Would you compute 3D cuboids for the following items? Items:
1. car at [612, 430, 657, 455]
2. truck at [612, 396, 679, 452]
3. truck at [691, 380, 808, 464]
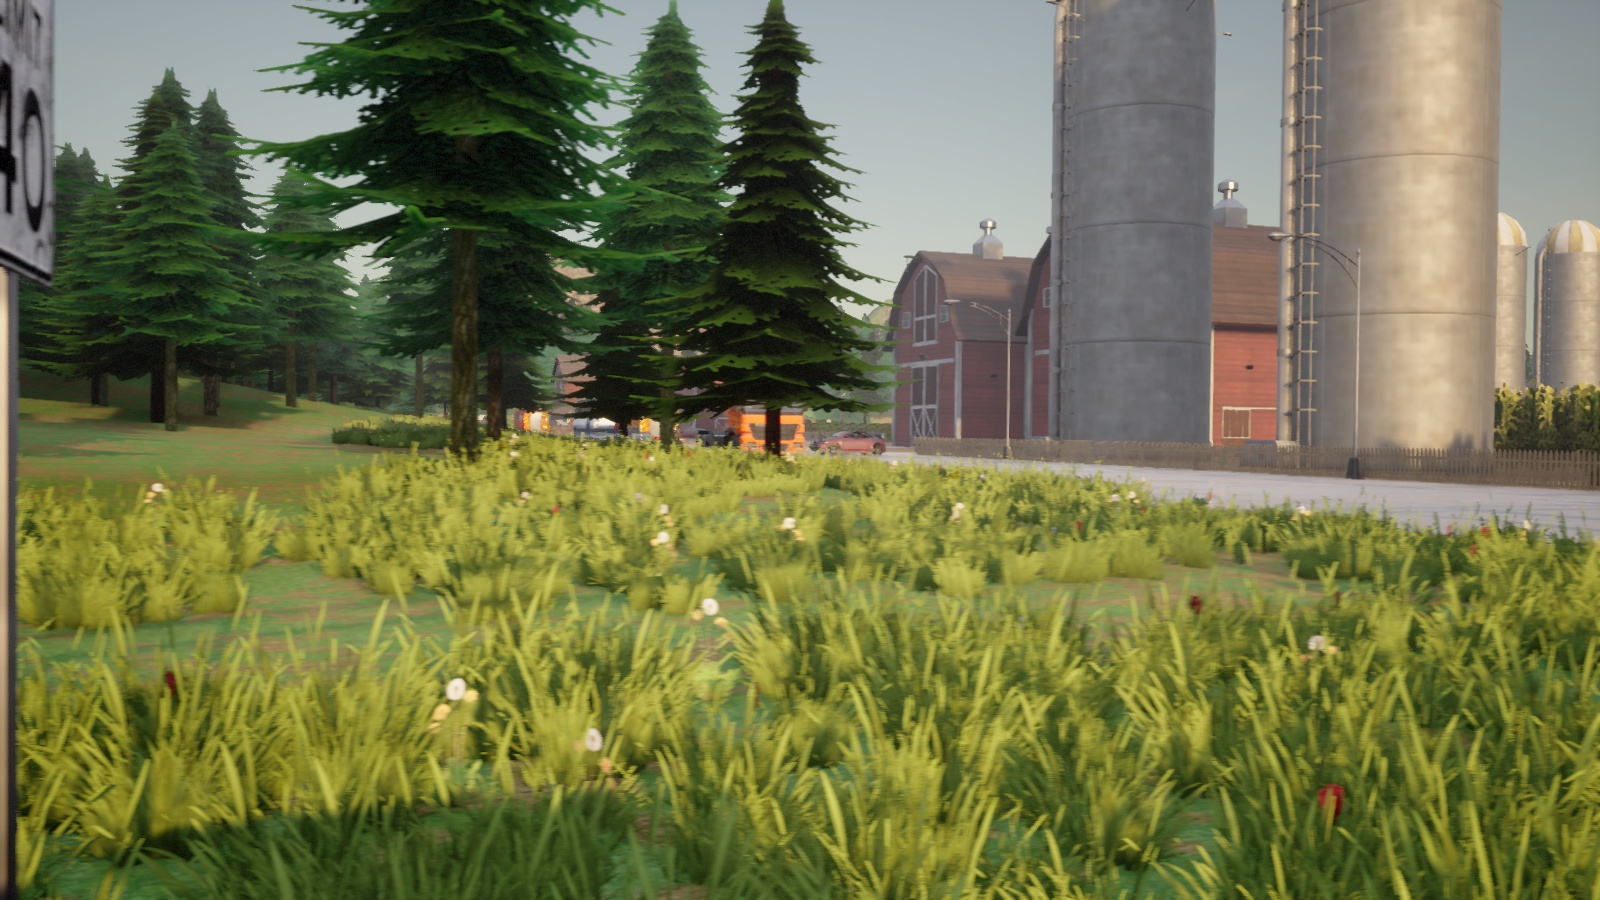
[{"bbox_3d":[-10.252,-0.478,77.556,1.816,1.474,4.193,-1,1,-20],"label":"car"},{"bbox_3d":[-11.239,-1.854,90.391,2.891,3.827,8.468,-1,1,-20],"label":"truck"},{"bbox_3d":[-2.395,-1.209,56.024,2.891,3.462,7.936,-1,1,-20],"label":"truck"}]
